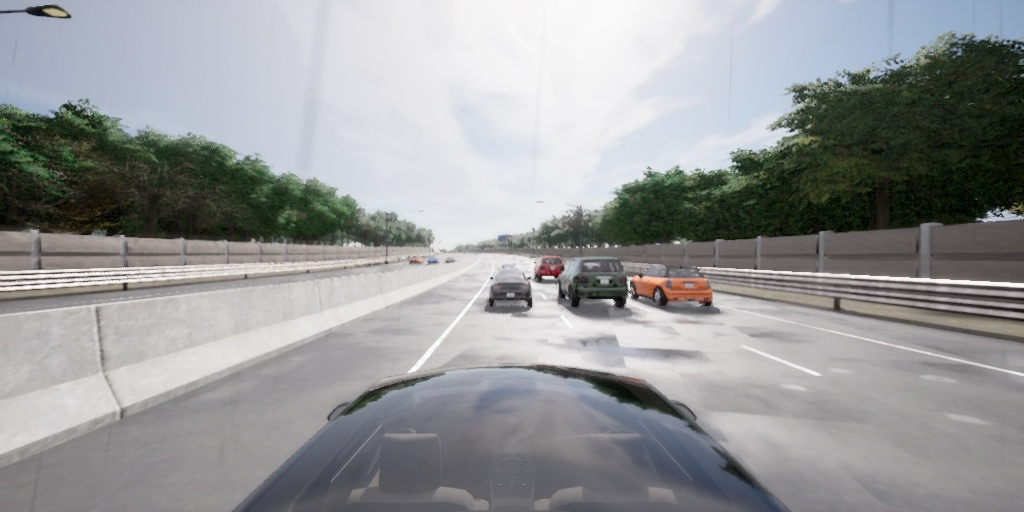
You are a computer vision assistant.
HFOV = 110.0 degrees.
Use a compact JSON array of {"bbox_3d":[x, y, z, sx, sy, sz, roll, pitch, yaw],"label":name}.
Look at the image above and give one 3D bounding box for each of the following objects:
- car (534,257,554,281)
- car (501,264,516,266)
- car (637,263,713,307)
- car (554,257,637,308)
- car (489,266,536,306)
[{"bbox_3d":[3.181,1.071,31.180,2.150,2.045,5.566,0,0,-1],"label":"car"},{"bbox_3d":[-0.318,1.401,31.092,2.033,1.411,5.357,0,0,-1],"label":"car"},{"bbox_3d":[6.938,1.197,16.193,2.097,1.767,4.553,0,0,0],"label":"car"},{"bbox_3d":[3.437,1.062,16.074,2.150,2.045,5.566,0,0,-1],"label":"car"},{"bbox_3d":[-0.062,1.372,16.429,1.812,1.442,4.674,0,0,0],"label":"car"}]
